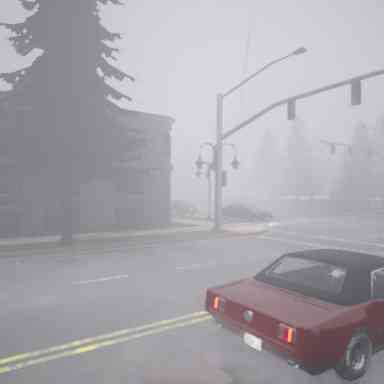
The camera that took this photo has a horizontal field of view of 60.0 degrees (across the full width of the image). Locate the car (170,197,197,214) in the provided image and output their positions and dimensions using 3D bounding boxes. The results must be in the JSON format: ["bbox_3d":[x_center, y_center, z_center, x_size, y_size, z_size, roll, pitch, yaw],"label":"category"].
[{"bbox_3d":[-1.352,1.611,36.651,2.128,1.511,4.902,0,0,-34],"label":"car"}]

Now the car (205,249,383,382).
[{"bbox_3d":[2.615,1.634,5.484,4.718,1.301,1.895,0,0,-34],"label":"car"}]

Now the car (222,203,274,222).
[{"bbox_3d":[4.355,1.668,28.032,2.033,1.411,5.357,0,0,-33],"label":"car"}]

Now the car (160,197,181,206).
[{"bbox_3d":[-3.911,1.712,59.823,1.812,1.442,4.674,0,0,-33],"label":"car"}]
